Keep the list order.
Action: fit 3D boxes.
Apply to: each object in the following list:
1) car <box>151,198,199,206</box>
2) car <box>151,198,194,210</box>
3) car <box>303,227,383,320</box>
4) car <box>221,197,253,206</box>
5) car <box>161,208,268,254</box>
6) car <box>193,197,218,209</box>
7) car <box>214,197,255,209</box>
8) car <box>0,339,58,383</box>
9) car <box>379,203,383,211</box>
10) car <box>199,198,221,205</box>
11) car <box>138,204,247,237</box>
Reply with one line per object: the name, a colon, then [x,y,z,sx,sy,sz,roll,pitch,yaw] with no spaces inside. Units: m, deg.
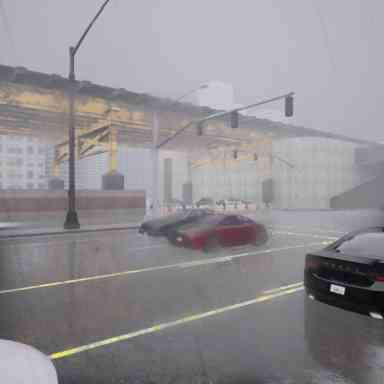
car: [-2.038,1.453,37.209,4.974,1.542,2.038,0,0,8]
car: [-2.089,1.295,37.216,4.536,1.218,1.853,0,0,8]
car: [4.446,1.478,7.010,5.008,1.535,1.882,0,0,-36]
car: [5.513,1.295,43.710,4.536,1.218,1.853,0,0,-7]
car: [1.151,1.564,13.516,4.181,1.385,1.994,0,0,-36]
car: [1.701,1.295,39.975,1.853,1.218,4.536,0,0,18]
car: [5.565,1.452,43.717,4.974,1.542,2.038,0,0,-7]
car: [-3.081,1.526,1.541,4.674,1.442,1.812,0,0,-36]
car: [24.646,1.547,40.070,5.357,1.411,2.033,0,0,-37]
car: [1.685,1.453,39.925,2.038,1.542,4.974,0,0,18]
car: [0.046,1.547,16.898,5.357,1.411,2.033,0,0,-35]
